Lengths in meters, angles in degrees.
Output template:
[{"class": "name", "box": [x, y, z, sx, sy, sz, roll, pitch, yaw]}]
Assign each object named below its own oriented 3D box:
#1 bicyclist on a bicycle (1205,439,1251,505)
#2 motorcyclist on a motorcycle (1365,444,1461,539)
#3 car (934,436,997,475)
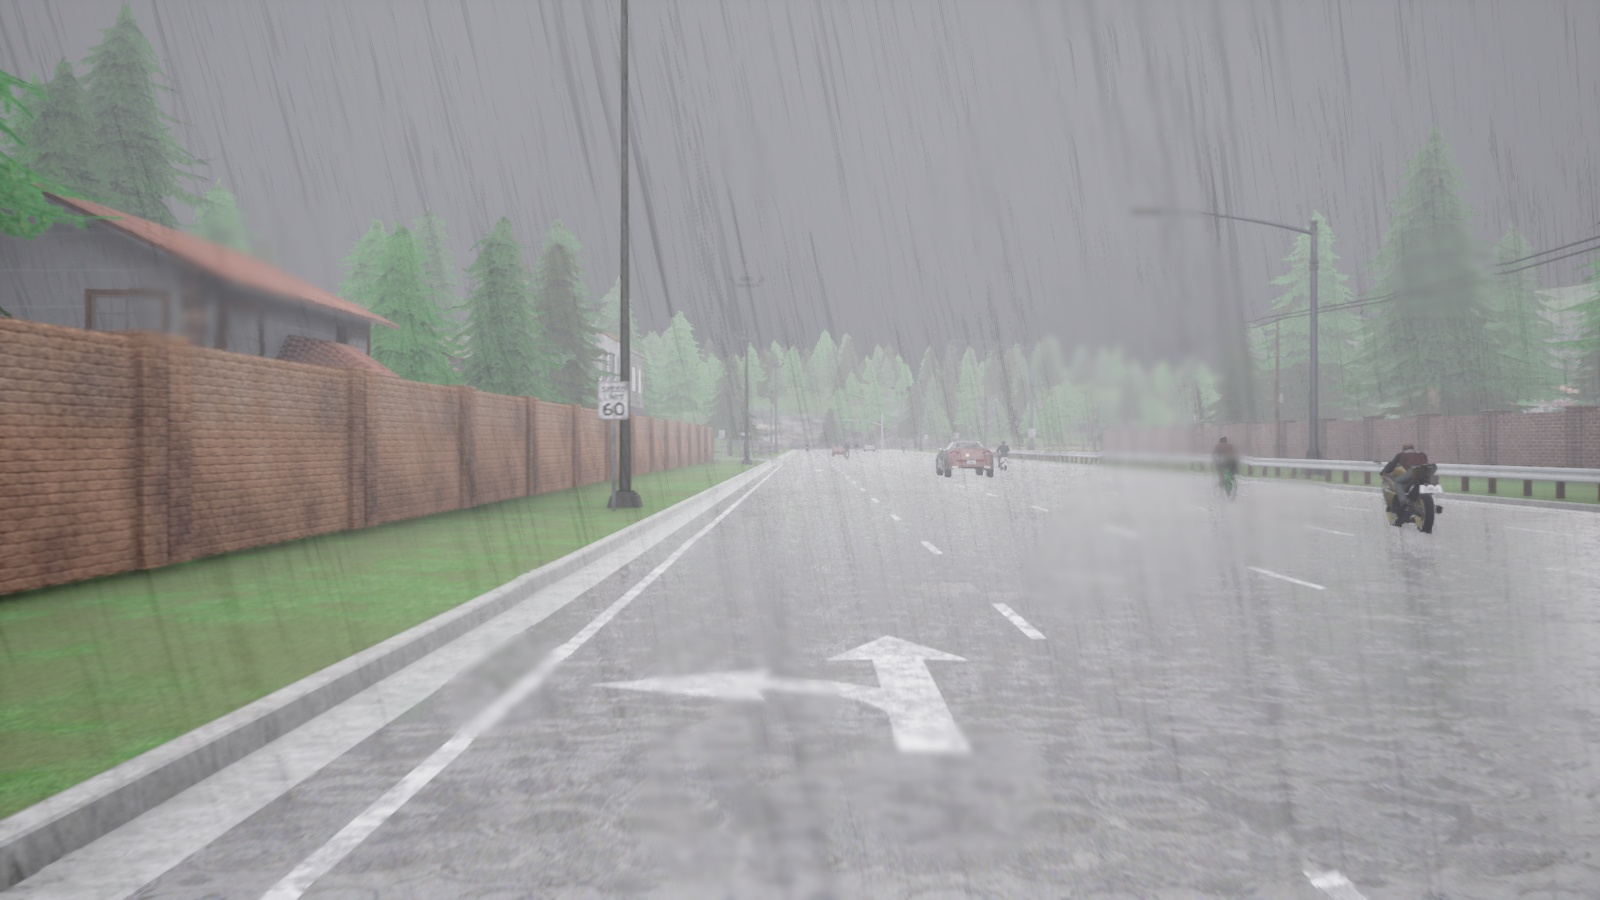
[{"class": "bicyclist on a bicycle", "box": [10.691, 0.531, 31.426, 0.582, 1.620, 1.656, 0, 0, 0]}, {"class": "motorcyclist on a motorcycle", "box": [10.443, 0.669, 21.474, 0.866, 1.530, 2.191, 0, 0, 9]}, {"class": "car", "box": [7.334, 0.215, 56.117, 2.152, 1.651, 5.027, 0, 0, 0]}]
